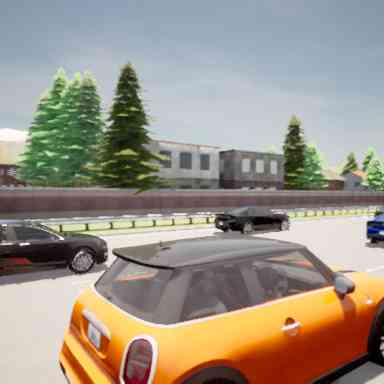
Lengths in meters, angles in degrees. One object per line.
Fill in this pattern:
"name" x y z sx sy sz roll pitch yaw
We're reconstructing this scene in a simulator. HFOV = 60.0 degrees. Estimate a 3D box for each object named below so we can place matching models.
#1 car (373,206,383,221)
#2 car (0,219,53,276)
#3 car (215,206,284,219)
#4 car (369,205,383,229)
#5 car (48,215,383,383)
"car" 9.842 1.547 15.060 5.008 1.535 1.882 0 0 -35
"car" -4.718 1.510 8.977 4.892 1.490 1.837 0 0 -35
"car" 3.558 1.535 19.177 5.008 1.535 1.882 0 0 -35
"car" 14.079 1.608 22.380 4.892 1.490 1.837 0 0 -35
"car" 0.819 1.364 4.329 4.553 1.767 2.097 0 0 -35
